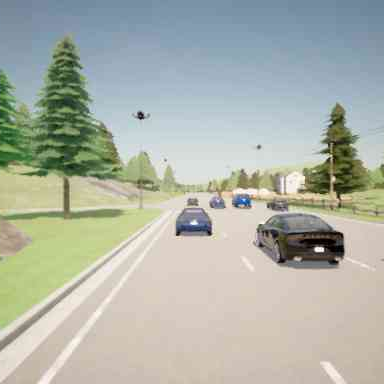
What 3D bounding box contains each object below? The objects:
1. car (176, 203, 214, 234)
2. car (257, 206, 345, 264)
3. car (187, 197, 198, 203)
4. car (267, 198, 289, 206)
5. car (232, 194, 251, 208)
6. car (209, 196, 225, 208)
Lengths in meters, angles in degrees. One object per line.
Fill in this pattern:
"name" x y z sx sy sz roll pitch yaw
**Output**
"car" 0.101 1.568 19.112 1.994 1.385 4.181 0 0 0
"car" 3.601 1.480 11.886 1.882 1.535 5.008 0 0 0
"car" 0.104 1.505 55.918 2.128 1.511 4.902 0 0 0
"car" 10.605 1.500 41.456 2.128 1.511 4.902 0 0 0
"car" 7.103 1.232 48.061 2.150 2.045 5.566 0 0 0
"car" 3.602 1.363 48.200 2.097 1.767 4.553 0 0 0
